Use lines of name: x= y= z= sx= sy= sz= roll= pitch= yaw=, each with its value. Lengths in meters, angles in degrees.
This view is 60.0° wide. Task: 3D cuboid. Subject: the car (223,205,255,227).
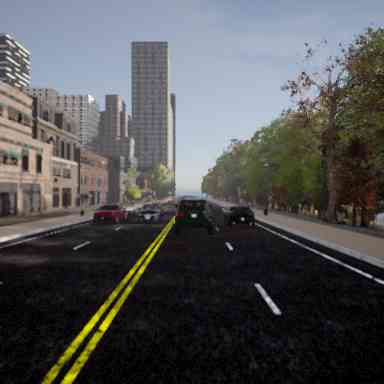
car: x=3.358 y=1.667 z=24.477 sx=1.882 sy=1.535 sz=5.008 roll=0 pitch=0 yaw=0

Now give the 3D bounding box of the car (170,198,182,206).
car: x=-3.235 y=1.964 z=68.216 sx=2.128 sy=1.511 sz=4.902 roll=0 pitch=0 yaw=0

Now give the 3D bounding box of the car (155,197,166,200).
car: x=-6.484 y=1.810 z=68.213 sx=2.097 sy=1.767 sz=4.553 roll=0 pitch=0 yaw=0

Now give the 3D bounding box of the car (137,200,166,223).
car: x=-3.332 y=1.703 z=27.518 sx=2.128 sy=1.511 sz=4.902 roll=0 pitch=0 yaw=0

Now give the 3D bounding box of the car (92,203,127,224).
car: x=-6.583 y=1.685 z=27.003 sx=1.882 sy=1.535 sz=5.008 roll=0 pitch=0 yaw=0

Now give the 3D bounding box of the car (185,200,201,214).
car: x=0.112 y=1.798 z=41.808 sx=1.882 sy=1.535 sz=5.008 roll=0 pitch=0 yaw=0

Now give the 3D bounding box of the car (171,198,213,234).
car: x=0.108 y=1.382 z=20.605 sx=2.150 sy=2.045 sz=5.566 roll=0 pitch=0 yaw=0
